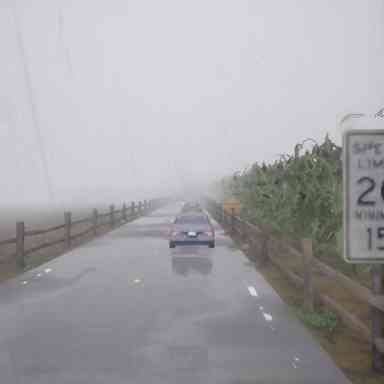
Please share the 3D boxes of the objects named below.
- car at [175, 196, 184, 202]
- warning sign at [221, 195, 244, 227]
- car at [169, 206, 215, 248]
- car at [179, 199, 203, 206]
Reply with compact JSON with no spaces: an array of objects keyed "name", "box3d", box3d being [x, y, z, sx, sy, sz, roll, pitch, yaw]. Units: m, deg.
[{"name":"car","box3d":[-2.750,1.649,75.957,1.994,1.385,4.181,0,0,0]},{"name":"warning sign","box3d":[2.451,1.123,20.207,1.300,1.860,1.060,0,0,0]},{"name":"car","box3d":[0.000,1.567,14.650,2.033,1.411,5.357,0,0,0]},{"name":"car","box3d":[0.000,1.598,29.651,1.994,1.385,4.181,0,0,0]}]
